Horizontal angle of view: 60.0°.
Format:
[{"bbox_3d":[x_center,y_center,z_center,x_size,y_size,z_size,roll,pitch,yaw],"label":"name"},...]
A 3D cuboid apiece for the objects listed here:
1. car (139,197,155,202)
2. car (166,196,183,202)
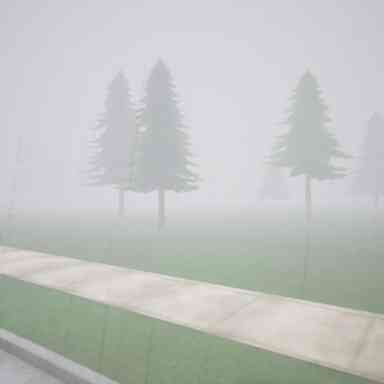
[{"bbox_3d":[-9.685,1.704,68.813,1.812,1.442,4.674,-1,0,36],"label":"car"},{"bbox_3d":[-3.776,1.519,65.041,1.882,1.535,5.008,-1,0,36],"label":"car"}]
